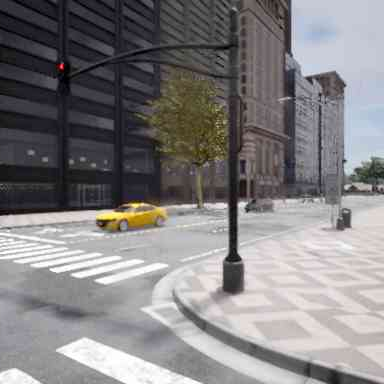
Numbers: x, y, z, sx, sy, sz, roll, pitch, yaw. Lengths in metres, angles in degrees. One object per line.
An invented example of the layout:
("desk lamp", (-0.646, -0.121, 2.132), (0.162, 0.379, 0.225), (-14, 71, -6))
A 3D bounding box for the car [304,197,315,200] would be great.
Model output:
("car", (16.460, 1.018, 48.330), (2.128, 1.511, 4.902), (0, 0, 36))

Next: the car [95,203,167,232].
("car", (-3.646, 1.472, 20.485), (1.882, 1.535, 5.008), (0, 1, 36))

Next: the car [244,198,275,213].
("car", (7.313, 1.431, 35.745), (1.837, 1.490, 4.892), (0, 0, 36))
